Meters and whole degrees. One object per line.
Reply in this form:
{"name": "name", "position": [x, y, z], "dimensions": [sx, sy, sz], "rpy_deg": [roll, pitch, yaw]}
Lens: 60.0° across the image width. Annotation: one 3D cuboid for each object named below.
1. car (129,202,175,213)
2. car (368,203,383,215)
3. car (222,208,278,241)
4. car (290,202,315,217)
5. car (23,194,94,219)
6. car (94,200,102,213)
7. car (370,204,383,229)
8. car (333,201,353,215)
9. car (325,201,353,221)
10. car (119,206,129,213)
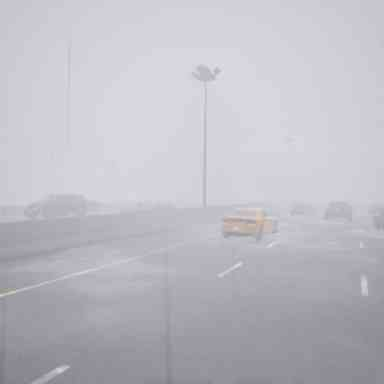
{"name": "car", "position": [-3.114, 1.586, 28.887], "dimensions": [1.812, 1.442, 4.674], "rpy_deg": [0, 0, 26]}
{"name": "car", "position": [19.713, 1.842, 35.018], "dimensions": [2.033, 1.411, 5.357], "rpy_deg": [0, 0, 27]}
{"name": "car", "position": [3.177, 1.561, 17.564], "dimensions": [1.882, 1.535, 5.008], "rpy_deg": [0, 0, 27]}
{"name": "car", "position": [11.269, 1.758, 33.775], "dimensions": [2.033, 1.411, 5.357], "rpy_deg": [0, 0, 27]}
{"name": "car", "position": [-11.322, 1.202, 28.146], "dimensions": [2.150, 2.045, 5.566], "rpy_deg": [0, 0, 27]}
{"name": "car", "position": [-11.703, 1.491, 35.213], "dimensions": [2.128, 1.511, 4.902], "rpy_deg": [0, 0, 27]}
{"name": "car", "position": [13.478, 1.761, 22.528], "dimensions": [1.994, 1.385, 4.181], "rpy_deg": [0, 0, 27]}
{"name": "car", "position": [17.777, 1.853, 38.982], "dimensions": [1.994, 1.385, 4.181], "rpy_deg": [0, 0, 27]}
{"name": "car", "position": [13.065, 1.566, 29.534], "dimensions": [2.097, 1.767, 4.553], "rpy_deg": [0, 0, 27]}
{"name": "car", "position": [-5.085, 1.655, 32.801], "dimensions": [1.895, 1.301, 4.718], "rpy_deg": [0, 0, 27]}
